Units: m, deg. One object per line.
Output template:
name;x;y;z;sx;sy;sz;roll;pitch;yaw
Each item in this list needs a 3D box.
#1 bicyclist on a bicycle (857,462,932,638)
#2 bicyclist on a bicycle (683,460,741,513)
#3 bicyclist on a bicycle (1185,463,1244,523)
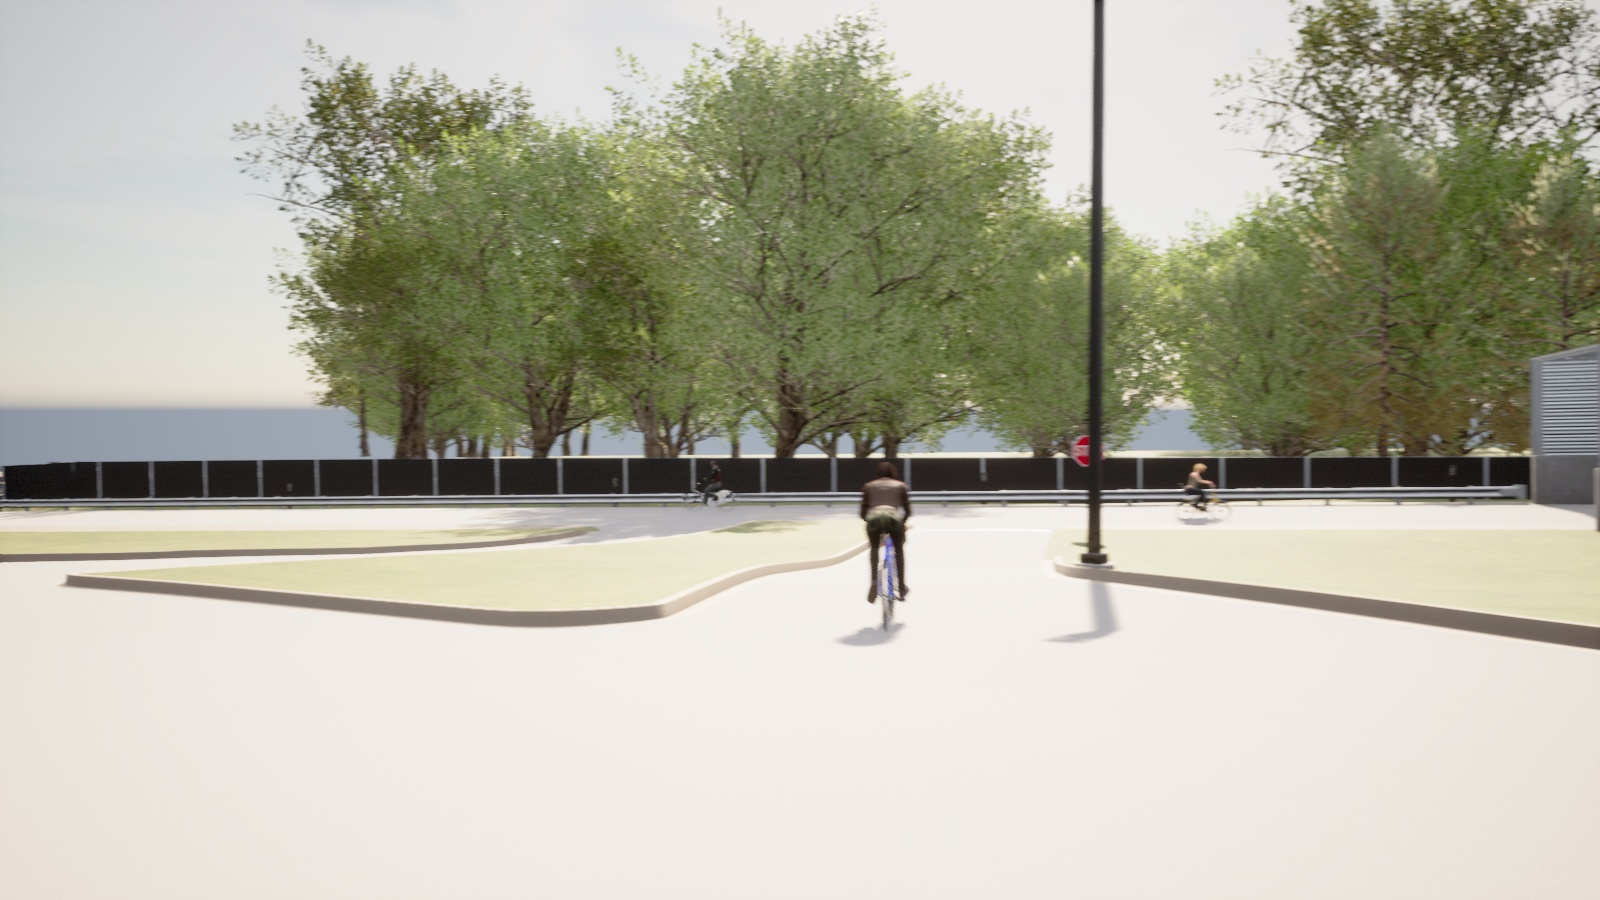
bicyclist on a bicycle;0.965;0.953;12.487;0.582;1.620;1.656;-2;-2;8
bicyclist on a bicycle;-2.991;1.234;42.836;1.843;1.776;0.659;0;2;15
bicyclist on a bicycle;11.626;1.208;35.277;1.509;1.612;0.866;-1;2;16
